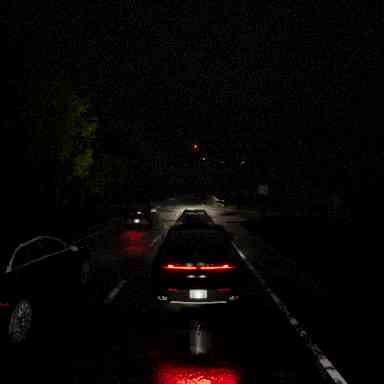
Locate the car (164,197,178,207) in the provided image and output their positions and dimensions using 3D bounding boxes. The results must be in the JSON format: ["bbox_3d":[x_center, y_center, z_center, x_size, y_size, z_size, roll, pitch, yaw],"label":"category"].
[{"bbox_3d":[-3.291,1.553,52.207,2.033,1.411,5.357,0,0,0],"label":"car"}]

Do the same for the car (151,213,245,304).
[{"bbox_3d":[0.116,1.507,8.141,1.837,1.490,4.892,0,0,0],"label":"car"}]

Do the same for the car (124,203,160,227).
[{"bbox_3d":[-3.354,1.510,22.709,1.837,1.490,4.892,0,0,0],"label":"car"}]

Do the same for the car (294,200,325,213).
[{"bbox_3d":[14.607,1.696,39.262,5.008,1.535,1.882,1,-1,3],"label":"car"}]

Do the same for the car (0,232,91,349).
[{"bbox_3d":[-3.387,1.493,6.239,2.128,1.511,4.902,0,0,0],"label":"car"}]

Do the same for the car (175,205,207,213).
[{"bbox_3d":[0.135,1.568,17.050,1.994,1.385,4.181,0,0,0],"label":"car"}]
